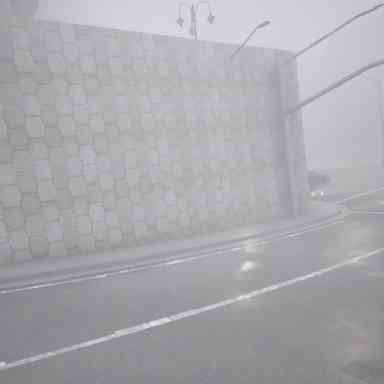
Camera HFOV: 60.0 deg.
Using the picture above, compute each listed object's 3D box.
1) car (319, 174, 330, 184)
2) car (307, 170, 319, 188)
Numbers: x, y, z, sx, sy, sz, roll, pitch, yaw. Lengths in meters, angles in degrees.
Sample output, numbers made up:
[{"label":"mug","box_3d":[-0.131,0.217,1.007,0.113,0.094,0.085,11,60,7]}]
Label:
[{"label":"car","box_3d":[10.710,-1.344,31.801,1.837,1.490,4.892,-11,6,-34]},{"label":"car","box_3d":[8.042,-0.739,29.594,2.033,1.411,5.357,-11,7,-35]}]
